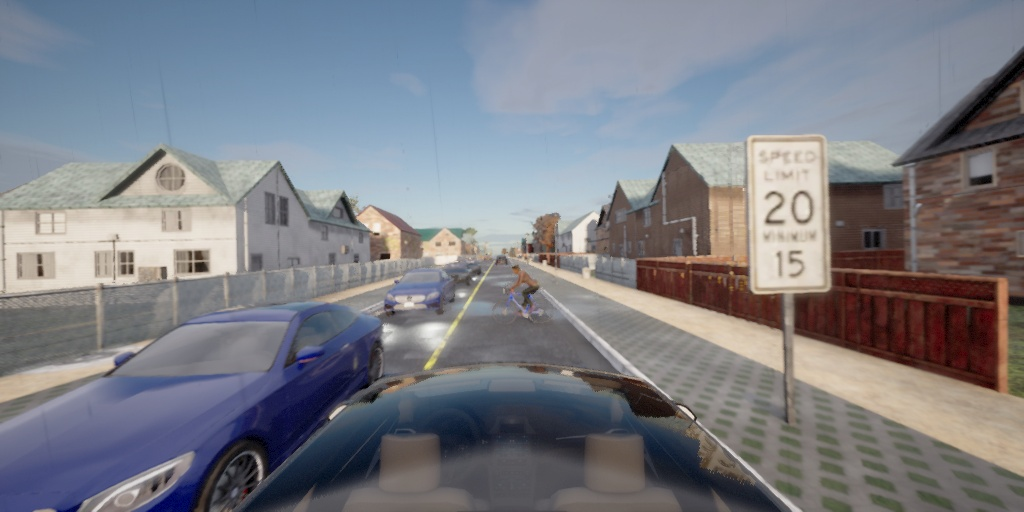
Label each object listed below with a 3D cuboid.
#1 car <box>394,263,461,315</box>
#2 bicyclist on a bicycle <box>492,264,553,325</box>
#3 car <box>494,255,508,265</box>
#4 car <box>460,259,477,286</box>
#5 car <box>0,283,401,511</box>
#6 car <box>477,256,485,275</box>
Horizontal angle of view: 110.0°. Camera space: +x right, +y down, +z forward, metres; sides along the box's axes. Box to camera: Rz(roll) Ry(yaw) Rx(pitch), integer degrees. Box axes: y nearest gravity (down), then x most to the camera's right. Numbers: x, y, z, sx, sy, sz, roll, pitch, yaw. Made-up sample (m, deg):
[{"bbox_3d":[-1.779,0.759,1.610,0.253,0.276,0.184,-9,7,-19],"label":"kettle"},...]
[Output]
[{"bbox_3d":[-3.188,1.184,13.189,1.812,1.442,4.674,-1,1,-2],"label":"car"},{"bbox_3d":[0.279,1.048,9.639,1.656,1.620,0.582,-1,1,-2],"label":"bicyclist on a bicycle"},{"bbox_3d":[-1.618,0.617,55.466,1.837,1.490,4.892,-1,-1,-2],"label":"car"},{"bbox_3d":[-3.482,1.106,22.425,1.994,1.385,4.181,-1,1,-2],"label":"car"},{"bbox_3d":[-2.893,1.308,4.075,1.812,1.442,4.674,-1,1,-2],"label":"car"},{"bbox_3d":[-3.775,0.987,32.471,1.994,1.385,4.181,-1,1,-1],"label":"car"}]
